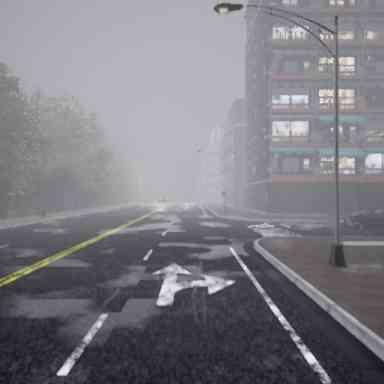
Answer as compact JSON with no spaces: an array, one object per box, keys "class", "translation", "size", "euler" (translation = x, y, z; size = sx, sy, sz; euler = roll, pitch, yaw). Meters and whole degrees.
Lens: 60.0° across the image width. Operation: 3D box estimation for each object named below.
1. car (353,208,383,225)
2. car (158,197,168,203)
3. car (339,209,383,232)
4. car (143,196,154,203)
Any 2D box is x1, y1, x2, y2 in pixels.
[{"class":"car","translation":[16.289,2.075,28.341],"size":[4.206,1.307,1.802],"euler":[1,-1,0]},{"class":"car","translation":[-6.527,1.729,74.816],"size":[2.033,1.411,5.357],"euler":[0,0,0]},{"class":"car","translation":[12.202,1.960,22.648],"size":[4.181,1.385,1.994],"euler":[1,0,0]},{"class":"car","translation":[-9.777,1.666,74.816],"size":[1.882,1.535,5.008],"euler":[0,0,0]}]
